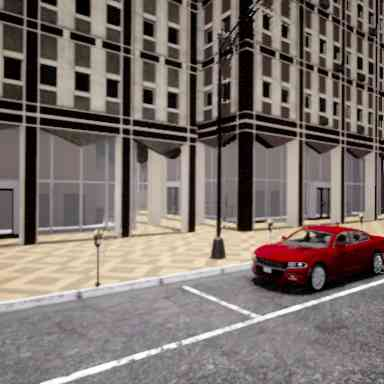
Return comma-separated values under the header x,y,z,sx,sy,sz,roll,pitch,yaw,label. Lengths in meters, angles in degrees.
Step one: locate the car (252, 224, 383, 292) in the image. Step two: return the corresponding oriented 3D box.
x,y,z,sx,sy,sz,roll,pitch,yaw,label
3.607,1.605,9.134,4.507,1.381,1.887,1,0,-36,car
